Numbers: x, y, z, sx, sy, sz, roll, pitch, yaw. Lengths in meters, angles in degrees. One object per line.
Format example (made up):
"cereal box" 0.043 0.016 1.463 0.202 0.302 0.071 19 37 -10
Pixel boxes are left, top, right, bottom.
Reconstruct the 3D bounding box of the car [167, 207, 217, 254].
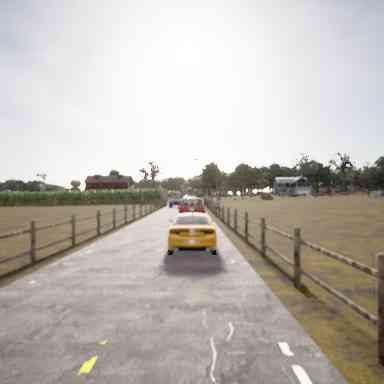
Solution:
"car" 0.025 1.621 14.249 1.882 1.535 5.008 0 0 1

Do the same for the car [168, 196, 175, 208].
"car" -2.839 1.633 57.682 2.150 2.045 5.566 0 0 0

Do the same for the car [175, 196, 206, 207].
"car" 0.000 1.477 27.605 2.150 2.045 5.566 0 0 0
